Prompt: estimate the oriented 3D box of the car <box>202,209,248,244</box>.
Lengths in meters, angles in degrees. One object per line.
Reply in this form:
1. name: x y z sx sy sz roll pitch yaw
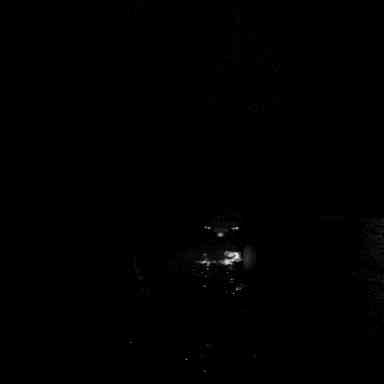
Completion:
1. car: 1.793 1.626 16.950 2.128 1.511 4.902 0 0 13
